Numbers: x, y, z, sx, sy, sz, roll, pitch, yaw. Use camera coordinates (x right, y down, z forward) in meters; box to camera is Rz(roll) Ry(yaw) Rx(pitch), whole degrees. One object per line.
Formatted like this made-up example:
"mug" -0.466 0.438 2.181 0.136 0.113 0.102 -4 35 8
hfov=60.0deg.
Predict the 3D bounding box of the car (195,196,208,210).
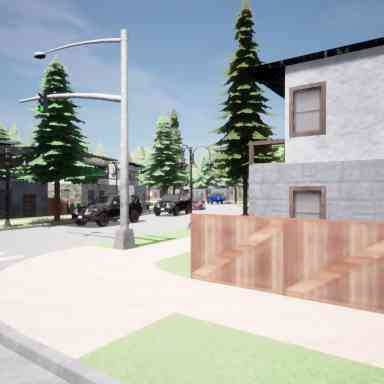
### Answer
"car" 0.448 1.333 42.087 2.097 1.767 4.553 0 0 9

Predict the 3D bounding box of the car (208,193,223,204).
"car" 4.188 1.202 60.875 2.150 2.045 5.566 0 0 -9

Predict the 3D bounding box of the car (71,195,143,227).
"car" -5.684 1.202 23.106 2.150 2.045 5.566 0 0 27

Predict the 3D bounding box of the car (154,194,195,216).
"car" -1.800 1.202 32.486 2.150 2.045 5.566 0 0 18
